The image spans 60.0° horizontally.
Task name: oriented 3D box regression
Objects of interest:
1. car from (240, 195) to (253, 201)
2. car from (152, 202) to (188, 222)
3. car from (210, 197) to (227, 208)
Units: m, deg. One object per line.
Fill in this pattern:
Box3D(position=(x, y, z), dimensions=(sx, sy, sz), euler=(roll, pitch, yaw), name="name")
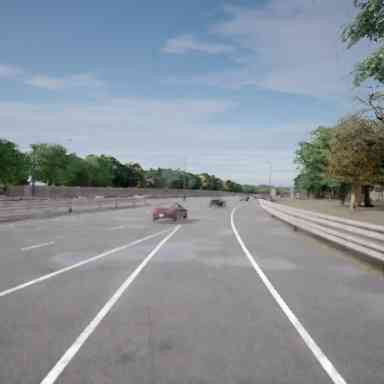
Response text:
Box3D(position=(12.807, 1.487, 80.589), dimensions=(2.033, 1.411, 5.357), euler=(0, 0, 17), name="car")
Box3D(position=(-1.679, 1.502, 25.990), dimensions=(1.812, 1.442, 4.674), euler=(0, 0, 13), name="car")
Box3D(position=(3.805, 1.470, 48.053), dimensions=(1.837, 1.490, 4.892), euler=(0, 0, 15), name="car")
